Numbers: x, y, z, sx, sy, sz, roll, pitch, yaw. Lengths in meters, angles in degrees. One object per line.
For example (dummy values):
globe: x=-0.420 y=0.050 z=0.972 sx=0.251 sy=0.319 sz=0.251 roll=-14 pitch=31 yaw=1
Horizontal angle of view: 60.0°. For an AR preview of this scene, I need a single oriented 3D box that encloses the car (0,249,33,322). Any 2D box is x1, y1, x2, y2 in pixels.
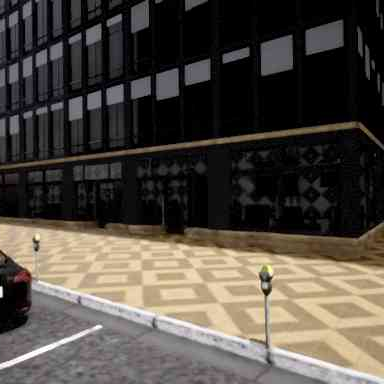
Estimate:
car: x=-4.687 y=1.566 z=6.190 sx=4.313 sy=1.339 sz=1.947 roll=0 pitch=-1 yaw=36
